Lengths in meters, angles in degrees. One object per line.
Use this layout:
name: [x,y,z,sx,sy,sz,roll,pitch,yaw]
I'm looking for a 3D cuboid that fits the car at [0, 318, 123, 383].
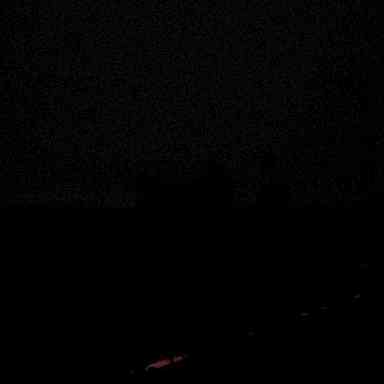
car: [-2.677,1.478,1.164,5.008,1.535,1.882,0,0,-35]
